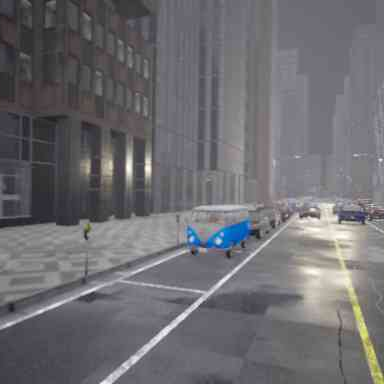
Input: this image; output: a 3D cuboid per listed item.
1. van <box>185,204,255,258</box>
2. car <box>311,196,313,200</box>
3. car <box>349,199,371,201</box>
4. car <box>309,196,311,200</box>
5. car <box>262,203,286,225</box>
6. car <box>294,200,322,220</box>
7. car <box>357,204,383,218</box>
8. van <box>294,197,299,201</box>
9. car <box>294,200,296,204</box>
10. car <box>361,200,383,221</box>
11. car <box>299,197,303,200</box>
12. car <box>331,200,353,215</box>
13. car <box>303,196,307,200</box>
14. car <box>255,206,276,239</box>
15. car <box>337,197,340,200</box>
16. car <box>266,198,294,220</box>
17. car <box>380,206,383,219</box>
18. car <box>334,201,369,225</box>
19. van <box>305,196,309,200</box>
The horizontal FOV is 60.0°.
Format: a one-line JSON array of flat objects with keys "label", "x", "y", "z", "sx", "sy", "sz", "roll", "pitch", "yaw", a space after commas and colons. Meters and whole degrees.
[{"label": "van", "x": 1.116, "y": 1.390, "z": 12.837, "sx": 1.690, "sy": 1.788, "sz": 3.998, "roll": 1, "pitch": 0, "yaw": 21}, {"label": "car", "x": 29.594, "y": 2.177, "z": 86.429, "sx": 1.967, "sy": 1.590, "sz": 4.097, "roll": 1, "pitch": 0, "yaw": 21}, {"label": "car", "x": 21.275, "y": 1.791, "z": 41.309, "sx": 2.192, "sy": 1.841, "sz": 5.009, "roll": 1, "pitch": 0, "yaw": 21}, {"label": "car", "x": 25.524, "y": 2.186, "z": 75.915, "sx": 2.008, "sy": 1.369, "sz": 4.403, "roll": 1, "pitch": 0, "yaw": 21}, {"label": "car", "x": 5.181, "y": 1.712, "z": 23.350, "sx": 1.947, "sy": 1.339, "sz": 4.313, "roll": 1, "pitch": 0, "yaw": 21}, {"label": "car", "x": 11.174, "y": 1.819, "z": 31.378, "sx": 2.033, "sy": 1.411, "sz": 5.357, "roll": 1, "pitch": 0, "yaw": 21}, {"label": "car", "x": 19.237, "y": 1.993, "z": 36.051, "sx": 1.947, "sy": 1.339, "sz": 4.313, "roll": 1, "pitch": 0, "yaw": 21}, {"label": "van", "x": 11.288, "y": 1.633, "z": 39.121, "sx": 1.690, "sy": 1.788, "sz": 3.998, "roll": 1, "pitch": 0, "yaw": 21}, {"label": "car", "x": 9.250, "y": 1.788, "z": 33.863, "sx": 1.887, "sy": 1.381, "sz": 4.507, "roll": 1, "pitch": 0, "yaw": 21}, {"label": "car", "x": 17.204, "y": 1.819, "z": 30.795, "sx": 1.967, "sy": 1.590, "sz": 4.097, "roll": 1, "pitch": 0, "yaw": 21}, {"label": "car", "x": 13.321, "y": 1.780, "z": 44.377, "sx": 1.967, "sy": 1.590, "sz": 4.097, "roll": 1, "pitch": 0, "yaw": 21}, {"label": "car", "x": 17.237, "y": 1.945, "z": 38.462, "sx": 2.033, "sy": 1.411, "sz": 5.357, "roll": 1, "pitch": 0, "yaw": 22}, {"label": "car", "x": 17.389, "y": 1.878, "z": 54.890, "sx": 1.967, "sy": 1.590, "sz": 4.097, "roll": 1, "pitch": 0, "yaw": 21}, {"label": "car", "x": 3.147, "y": 1.663, "z": 18.093, "sx": 1.947, "sy": 1.339, "sz": 4.313, "roll": 1, "pitch": 0, "yaw": 21}, {"label": "car", "x": 33.475, "y": 2.336, "z": 72.844, "sx": 1.947, "sy": 1.339, "sz": 4.313, "roll": 1, "pitch": 0, "yaw": 21}, {"label": "car", "x": 7.219, "y": 1.509, "z": 28.607, "sx": 2.192, "sy": 1.841, "sz": 5.009, "roll": 1, "pitch": 0, "yaw": 21}, {"label": "car", "x": 13.135, "y": 1.833, "z": 20.283, "sx": 2.008, "sy": 1.369, "sz": 4.403, "roll": 1, "pitch": 0, "yaw": 21}, {"label": "car", "x": 12.990, "y": 1.773, "z": 27.336, "sx": 1.882, "sy": 1.535, "sz": 5.008, "roll": 1, "pitch": 0, "yaw": 21}, {"label": "van", "x": 21.459, "y": 1.876, "z": 65.404, "sx": 1.690, "sy": 1.788, "sz": 3.998, "roll": 1, "pitch": 0, "yaw": 21}]
